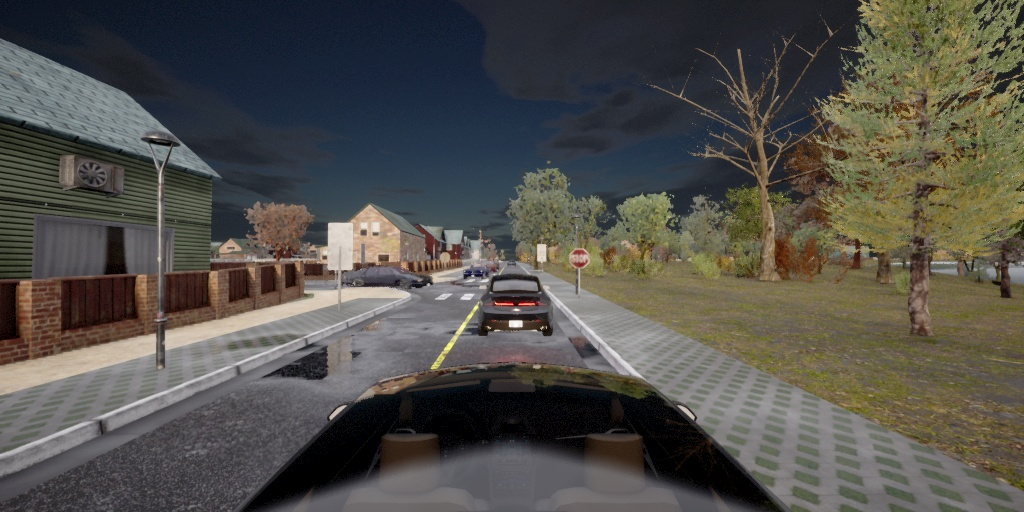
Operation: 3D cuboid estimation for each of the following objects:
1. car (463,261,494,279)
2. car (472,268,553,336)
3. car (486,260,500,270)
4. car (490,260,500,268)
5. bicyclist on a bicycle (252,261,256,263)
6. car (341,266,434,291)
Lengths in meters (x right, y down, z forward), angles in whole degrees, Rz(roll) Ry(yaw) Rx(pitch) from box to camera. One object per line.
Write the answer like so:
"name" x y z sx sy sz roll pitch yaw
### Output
"car" -3.157 1.395 32.717 1.895 1.301 4.718 0 0 4
"car" 0.079 1.262 10.378 1.837 1.490 4.892 0 0 0
"car" -2.907 1.368 56.661 1.837 1.490 4.892 0 1 1
"car" -2.899 1.302 44.365 1.882 1.535 5.008 0 0 0
"bicyclist on a bicycle" -20.276 1.239 28.334 0.582 1.620 1.656 0 -1 2
"car" -7.436 1.285 21.392 5.357 1.411 2.033 0 -2 13
